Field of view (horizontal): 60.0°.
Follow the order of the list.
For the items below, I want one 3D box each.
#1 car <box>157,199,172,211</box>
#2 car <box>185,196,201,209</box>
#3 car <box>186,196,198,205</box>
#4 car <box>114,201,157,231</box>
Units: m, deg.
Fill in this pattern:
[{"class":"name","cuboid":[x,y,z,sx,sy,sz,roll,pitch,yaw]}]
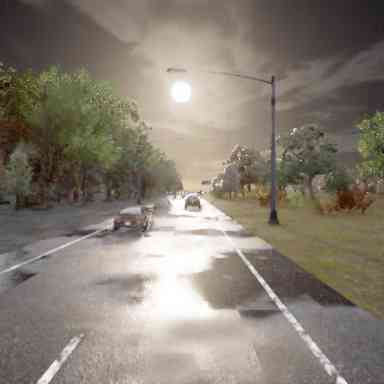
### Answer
[{"class":"car","cuboid":[-3.397,1.475,39.144,2.033,1.411,5.357,0,0,0]},{"class":"car","cuboid":[0.090,1.269,44.851,2.097,1.767,4.553,0,0,0]},{"class":"car","cuboid":[-0.011,1.443,56.965,2.033,1.411,5.357,0,0,0]},{"class":"car","cuboid":[-3.405,1.488,19.942,1.812,1.442,4.674,0,0,0]}]
